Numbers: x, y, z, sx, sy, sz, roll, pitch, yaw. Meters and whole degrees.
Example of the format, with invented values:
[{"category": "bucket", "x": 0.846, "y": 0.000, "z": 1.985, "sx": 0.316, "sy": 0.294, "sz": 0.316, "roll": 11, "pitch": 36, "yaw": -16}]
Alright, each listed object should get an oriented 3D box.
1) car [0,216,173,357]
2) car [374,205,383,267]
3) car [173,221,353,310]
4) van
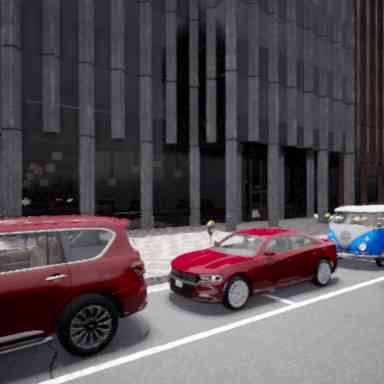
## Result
[{"category": "car", "x": -3.009, "y": 1.315, "z": 4.506, "sx": 5.009, "sy": 1.841, "sz": 2.192, "roll": 0, "pitch": 0, "yaw": -35}, {"category": "car", "x": 7.197, "y": 1.212, "z": 8.505, "sx": 5.566, "sy": 2.045, "sz": 2.150, "roll": 0, "pitch": 0, "yaw": -35}, {"category": "car", "x": 1.582, "y": 1.540, "z": 7.777, "sx": 4.507, "sy": 1.381, "sz": 1.887, "roll": 0, "pitch": 0, "yaw": -35}, {"category": "van", "x": 6.171, "y": 1.331, "z": 11.050, "sx": 3.998, "sy": 1.788, "sz": 1.690, "roll": 0, "pitch": 0, "yaw": -35}]
